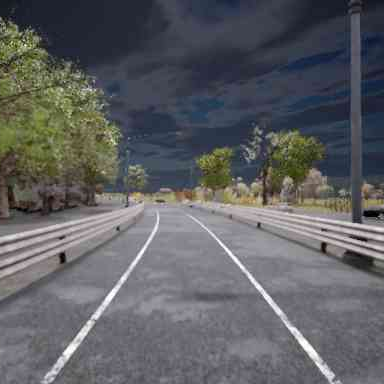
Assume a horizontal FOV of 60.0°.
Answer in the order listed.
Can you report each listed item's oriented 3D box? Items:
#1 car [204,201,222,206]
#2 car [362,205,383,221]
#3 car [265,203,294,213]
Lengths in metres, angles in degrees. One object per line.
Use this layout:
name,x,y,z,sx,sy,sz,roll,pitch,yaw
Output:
car,4.427,2.513,70.181,2.033,1.411,5.357,0,0,-25
car,20.077,2.190,36.525,1.882,1.535,5.008,0,-1,-25
car,13.319,2.406,51.058,1.895,1.301,4.718,0,-1,-25
